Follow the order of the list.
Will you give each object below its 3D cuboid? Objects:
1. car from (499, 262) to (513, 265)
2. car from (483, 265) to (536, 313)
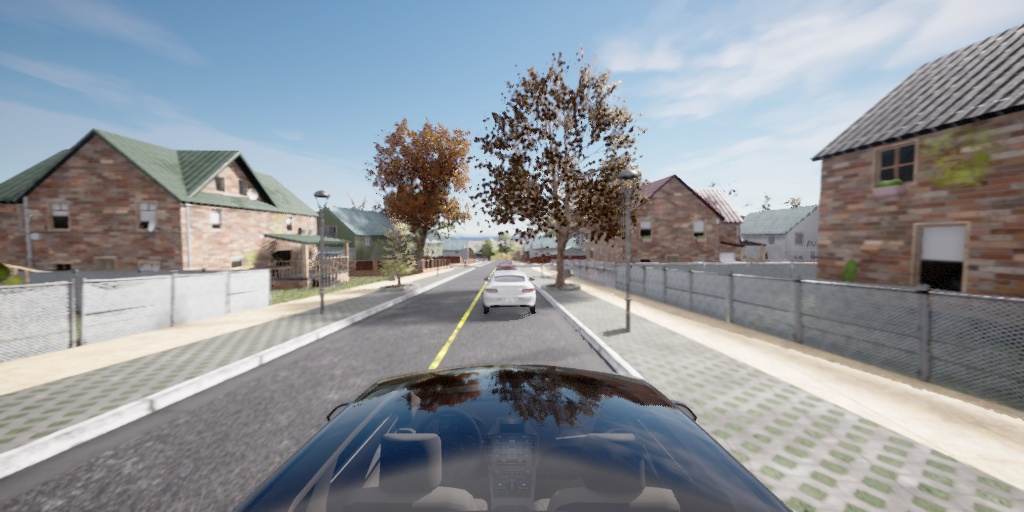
[{"bbox_3d":[-0.569,1.251,34.555,1.812,1.442,4.674,0,0,-1],"label":"car"},{"bbox_3d":[-0.107,1.256,13.726,1.812,1.442,4.674,0,0,-1],"label":"car"}]
